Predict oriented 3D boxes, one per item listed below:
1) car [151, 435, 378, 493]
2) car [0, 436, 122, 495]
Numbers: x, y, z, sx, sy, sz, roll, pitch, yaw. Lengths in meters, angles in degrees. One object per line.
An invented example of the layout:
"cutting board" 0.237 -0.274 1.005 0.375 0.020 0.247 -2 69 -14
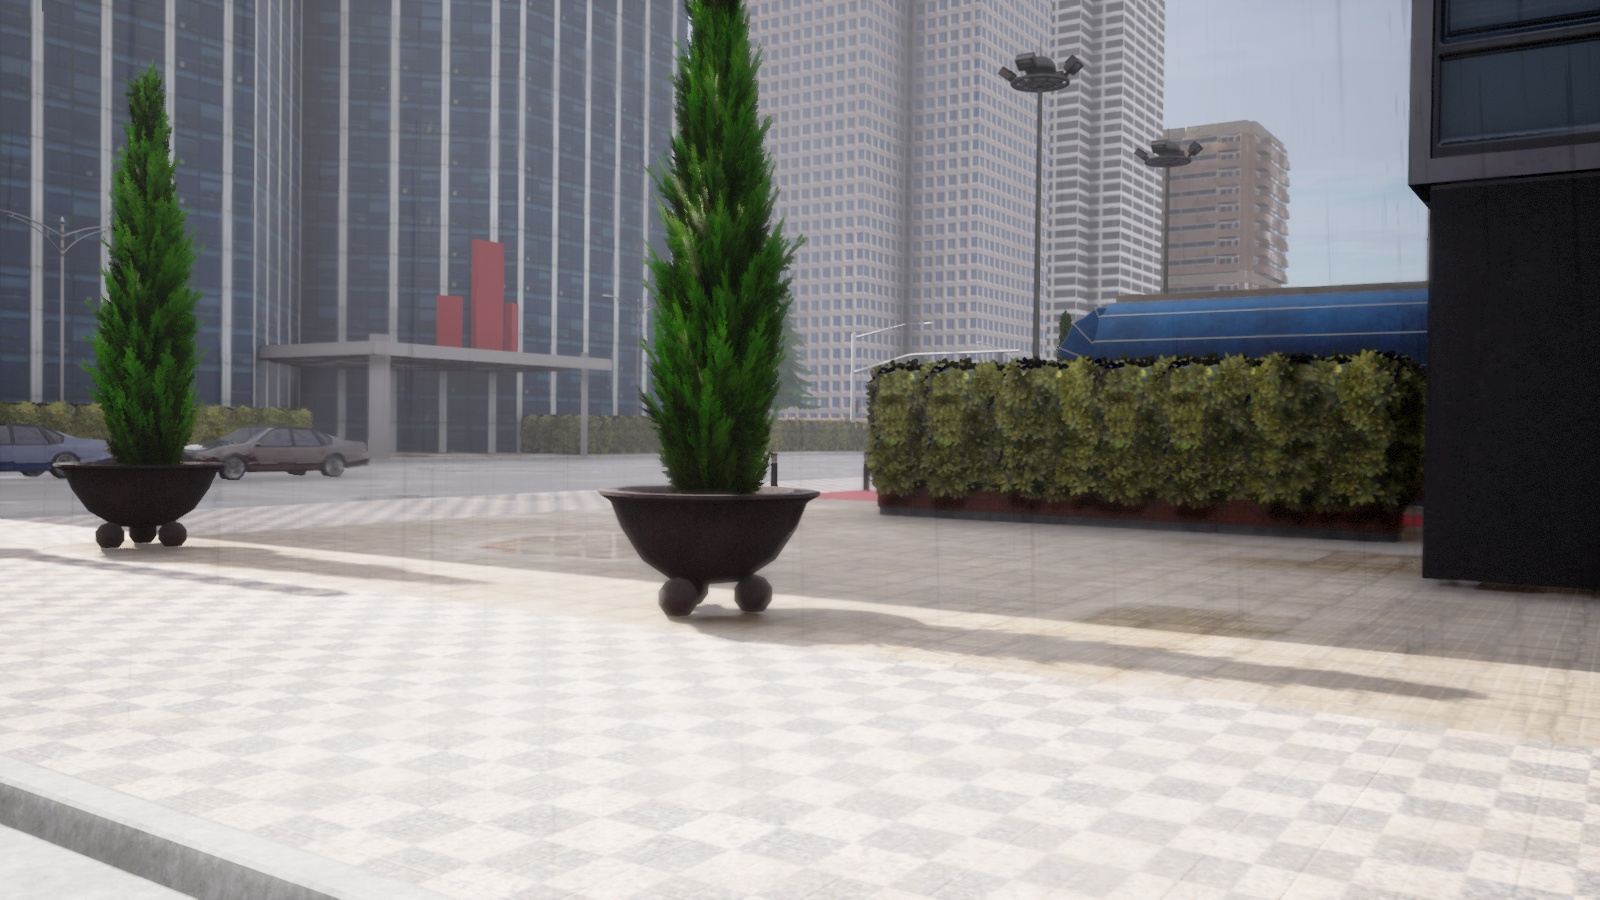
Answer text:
"car" -14.214 0.309 33.677 2.033 1.411 5.357 0 1 33
"car" -20.038 0.380 31.139 2.033 1.411 5.357 0 1 33
